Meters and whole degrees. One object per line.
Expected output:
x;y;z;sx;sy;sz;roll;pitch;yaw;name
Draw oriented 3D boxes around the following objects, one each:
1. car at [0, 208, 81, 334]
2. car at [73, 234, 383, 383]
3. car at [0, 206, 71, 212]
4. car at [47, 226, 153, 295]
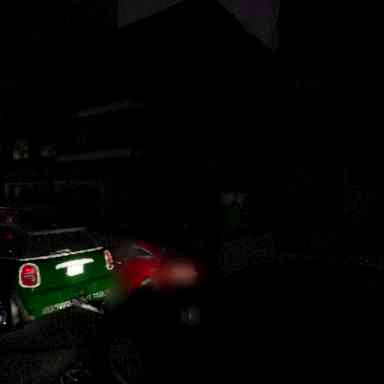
-3.761;1.389;7.084;4.553;1.767;2.097;0;0;36;car
1.076;1.503;3.583;5.008;1.535;1.882;0;0;36;car
-5.740;1.374;10.930;5.009;1.841;2.192;0;0;36;car
-1.283;1.628;7.704;4.206;1.307;1.802;0;0;36;car
